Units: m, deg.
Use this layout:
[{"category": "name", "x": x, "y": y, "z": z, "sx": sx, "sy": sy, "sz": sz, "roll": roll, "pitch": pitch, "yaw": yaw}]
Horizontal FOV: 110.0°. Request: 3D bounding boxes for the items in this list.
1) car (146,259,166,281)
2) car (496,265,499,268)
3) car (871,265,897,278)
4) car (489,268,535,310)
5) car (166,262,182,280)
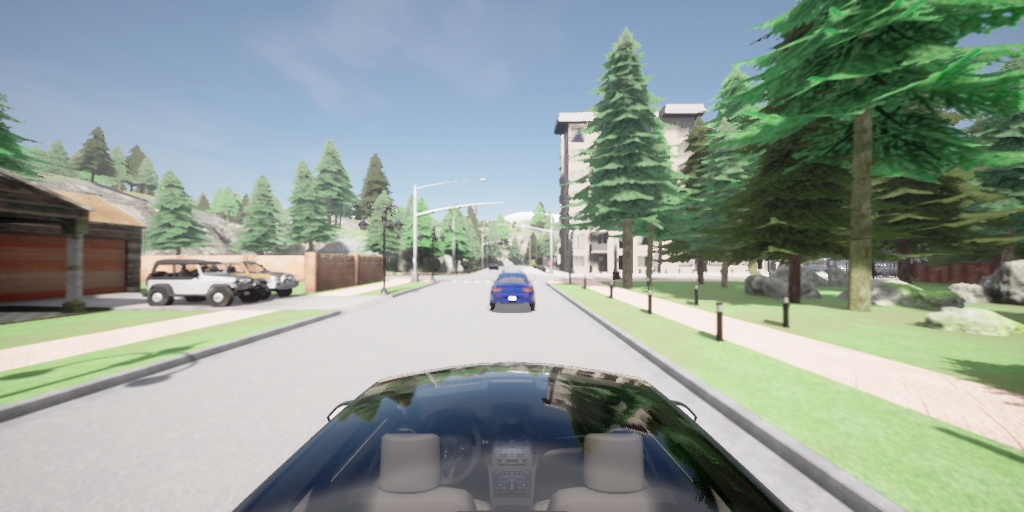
[{"category": "car", "x": -41.896, "y": 1.400, "z": 39.164, "sx": 5.566, "sy": 2.045, "sz": 2.150, "roll": 0, "pitch": -1, "yaw": 2}, {"category": "car", "x": -0.127, "y": 1.661, "z": 29.953, "sx": 1.895, "sy": 1.301, "sz": 4.718, "roll": 0, "pitch": -1, "yaw": -4}, {"category": "car", "x": 43.481, "y": 1.742, "z": 40.855, "sx": 5.357, "sy": 1.411, "sz": 2.033, "roll": 0, "pitch": -1, "yaw": 1}, {"category": "car", "x": 0.028, "y": 1.428, "z": 15.624, "sx": 1.812, "sy": 1.442, "sz": 4.674, "roll": 0, "pitch": 0, "yaw": 0}, {"category": "car", "x": -42.860, "y": 1.718, "z": 42.693, "sx": 4.892, "sy": 1.490, "sz": 1.837, "roll": 0, "pitch": -1, "yaw": 1}]
